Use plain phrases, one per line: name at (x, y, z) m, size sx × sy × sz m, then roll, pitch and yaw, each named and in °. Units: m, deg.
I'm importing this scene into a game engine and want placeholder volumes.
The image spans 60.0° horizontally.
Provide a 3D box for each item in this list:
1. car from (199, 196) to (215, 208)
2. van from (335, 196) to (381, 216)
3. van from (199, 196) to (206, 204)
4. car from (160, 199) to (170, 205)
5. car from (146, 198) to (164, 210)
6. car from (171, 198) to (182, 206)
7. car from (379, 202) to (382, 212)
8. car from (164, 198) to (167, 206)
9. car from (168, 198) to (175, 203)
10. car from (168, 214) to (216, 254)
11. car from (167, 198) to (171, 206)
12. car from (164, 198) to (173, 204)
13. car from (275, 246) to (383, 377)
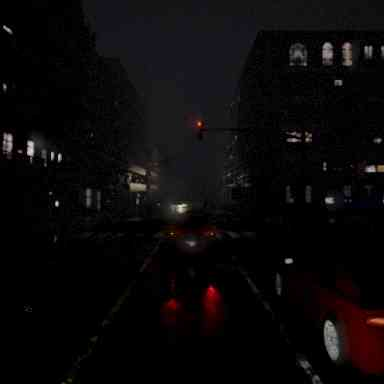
car at (2.660, 1.853, 54.707) m, size 1.967 × 1.590 × 4.097 m, roll -1°, pitch 0°, yaw 0°
van at (15.629, 1.264, 31.288) m, size 3.998 × 1.788 × 1.690 m, roll -1°, pitch 1°, yaw -1°
van at (2.649, 1.980, 82.346) m, size 1.690 × 1.788 × 3.998 m, roll -1°, pitch 0°, yaw 0°
car at (-5.726, 2.129, 71.291) m, size 1.802 × 1.307 × 4.206 m, roll -1°, pitch 0°, yaw 0°
car at (-5.716, 1.920, 49.181) m, size 2.008 × 1.369 × 4.403 m, roll -1°, pitch 0°, yaw 0°
car at (-3.034, 2.033, 66.498) m, size 1.812 × 1.442 × 4.674 m, roll 0°, pitch 0°, yaw 0°
car at (15.754, 1.496, 22.912) m, size 4.313 × 1.339 × 1.947 m, roll -1°, pitch 1°, yaw -1°
car at (-5.719, 1.979, 54.708) m, size 1.947 × 1.339 × 4.313 m, roll -1°, pitch 0°, yaw 0°
car at (-5.733, 2.314, 93.402) m, size 1.802 × 1.307 × 4.206 m, roll -1°, pitch 0°, yaw 0°
car at (0.014, 1.627, 13.928) m, size 1.812 × 1.442 × 4.674 m, roll 0°, pitch 0°, yaw 0°
car at (-5.725, 1.942, 65.764) m, size 1.967 × 1.590 × 4.097 m, roll -1°, pitch 0°, yaw 0°
car at (-5.730, 2.163, 82.177) m, size 1.752 × 1.417 × 4.829 m, roll -1°, pitch 0°, yaw 0°
car at (2.680, 1.587, 5.708) m, size 1.887 × 1.381 × 4.507 m, roll 0°, pitch 0°, yaw 0°
